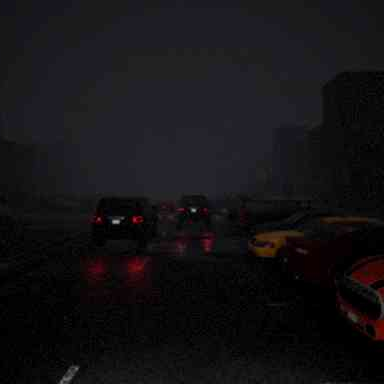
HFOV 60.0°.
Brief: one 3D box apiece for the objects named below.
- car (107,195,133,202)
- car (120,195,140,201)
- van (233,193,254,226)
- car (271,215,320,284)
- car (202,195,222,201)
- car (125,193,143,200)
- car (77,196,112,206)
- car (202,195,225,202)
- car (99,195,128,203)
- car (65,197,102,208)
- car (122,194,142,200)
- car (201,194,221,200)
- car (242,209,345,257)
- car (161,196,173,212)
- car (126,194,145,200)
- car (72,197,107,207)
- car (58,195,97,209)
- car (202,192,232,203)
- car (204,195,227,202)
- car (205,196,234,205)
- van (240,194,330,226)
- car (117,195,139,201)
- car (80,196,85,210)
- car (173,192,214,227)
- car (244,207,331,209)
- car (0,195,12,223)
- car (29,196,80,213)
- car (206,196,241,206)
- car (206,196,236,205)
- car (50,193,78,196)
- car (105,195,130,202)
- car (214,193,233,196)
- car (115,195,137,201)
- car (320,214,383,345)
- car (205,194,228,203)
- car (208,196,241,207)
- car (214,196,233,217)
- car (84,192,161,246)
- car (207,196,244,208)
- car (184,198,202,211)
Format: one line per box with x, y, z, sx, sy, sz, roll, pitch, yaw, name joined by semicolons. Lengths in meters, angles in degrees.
-15.736;1.344;72.674;5.366;1.575;1.946;0;0;0;car
-15.535;1.391;83.671;4.674;1.452;2.002;0;0;0;car
4.829;1.229;19.092;4.442;1.987;1.878;0;0;0;van
4.706;1.469;7.974;5.008;1.535;2.097;0;0;0;car
4.828;1.396;80.353;4.674;1.452;2.002;0;0;0;car
-15.499;1.235;89.222;4.553;1.767;2.185;0;0;0;car
-15.533;1.390;53.375;5.008;1.535;2.097;0;0;0;car
4.819;1.355;74.794;4.892;1.521;2.231;0;0;0;car
-15.733;1.350;67.159;5.366;1.575;1.946;0;0;0;car
-15.532;1.452;47.730;4.674;1.452;2.002;0;0;0;car
-15.563;1.384;86.465;4.792;1.488;2.163;0;0;0;car
4.842;1.362;85.786;5.008;1.535;2.097;0;0;0;car
4.526;1.463;10.754;5.366;1.575;1.946;0;0;0;car
-2.895;1.418;37.065;1.882;1.535;5.008;0;0;0;car
-15.521;1.366;91.979;5.008;1.535;2.097;0;0;0;car
-15.534;1.440;50.618;4.674;1.452;2.002;0;0;0;car
-15.502;1.297;45.102;4.553;1.767;2.185;0;0;0;car
4.805;1.110;63.555;5.566;2.045;2.435;0;0;0;car
4.792;1.396;69.238;4.674;1.452;2.002;0;0;0;car
4.730;1.400;57.995;4.792;1.488;2.163;0;0;0;car
4.829;1.233;16.313;4.442;1.987;1.878;0;0;0;van
-15.512;1.378;80.949;4.792;1.488;2.163;0;0;0;car
-15.532;1.483;39.586;4.674;1.452;2.002;0;0;0;car
0.101;1.193;22.638;2.150;2.045;5.566;0;0;0;car
4.714;1.503;13.533;4.674;1.452;2.002;0;0;0;car
-15.547;1.233;23.040;5.566;2.045;2.435;0;0;0;car
-15.498;1.481;36.828;4.792;1.488;2.163;0;0;0;car
4.926;1.380;52.437;5.366;1.575;1.946;0;0;0;car
4.720;1.406;55.217;4.792;1.488;2.163;0;0;0;car
-15.503;1.181;42.344;5.566;2.045;2.435;0;0;0;car
-15.578;1.380;69.917;4.792;1.488;2.163;0;0;0;car
4.686;1.173;35.769;5.566;2.045;2.435;0;0;0;car
-15.515;1.377;78.194;4.792;1.488;2.163;0;0;0;car
4.742;1.347;5.195;4.553;1.767;2.185;0;0;0;car
4.818;1.233;66.368;4.553;1.767;2.185;0;0;0;car
4.760;1.420;49.660;4.792;1.488;2.163;0;0;0;car
4.685;1.460;32.990;4.792;1.488;2.163;0;0;0;car
-2.888;1.177;15.318;2.150;2.045;5.566;1;1;0;car
4.728;1.397;47.004;5.008;1.535;2.097;0;0;0;car
0.108;1.479;41.259;2.033;1.411;5.357;0;0;0;car
